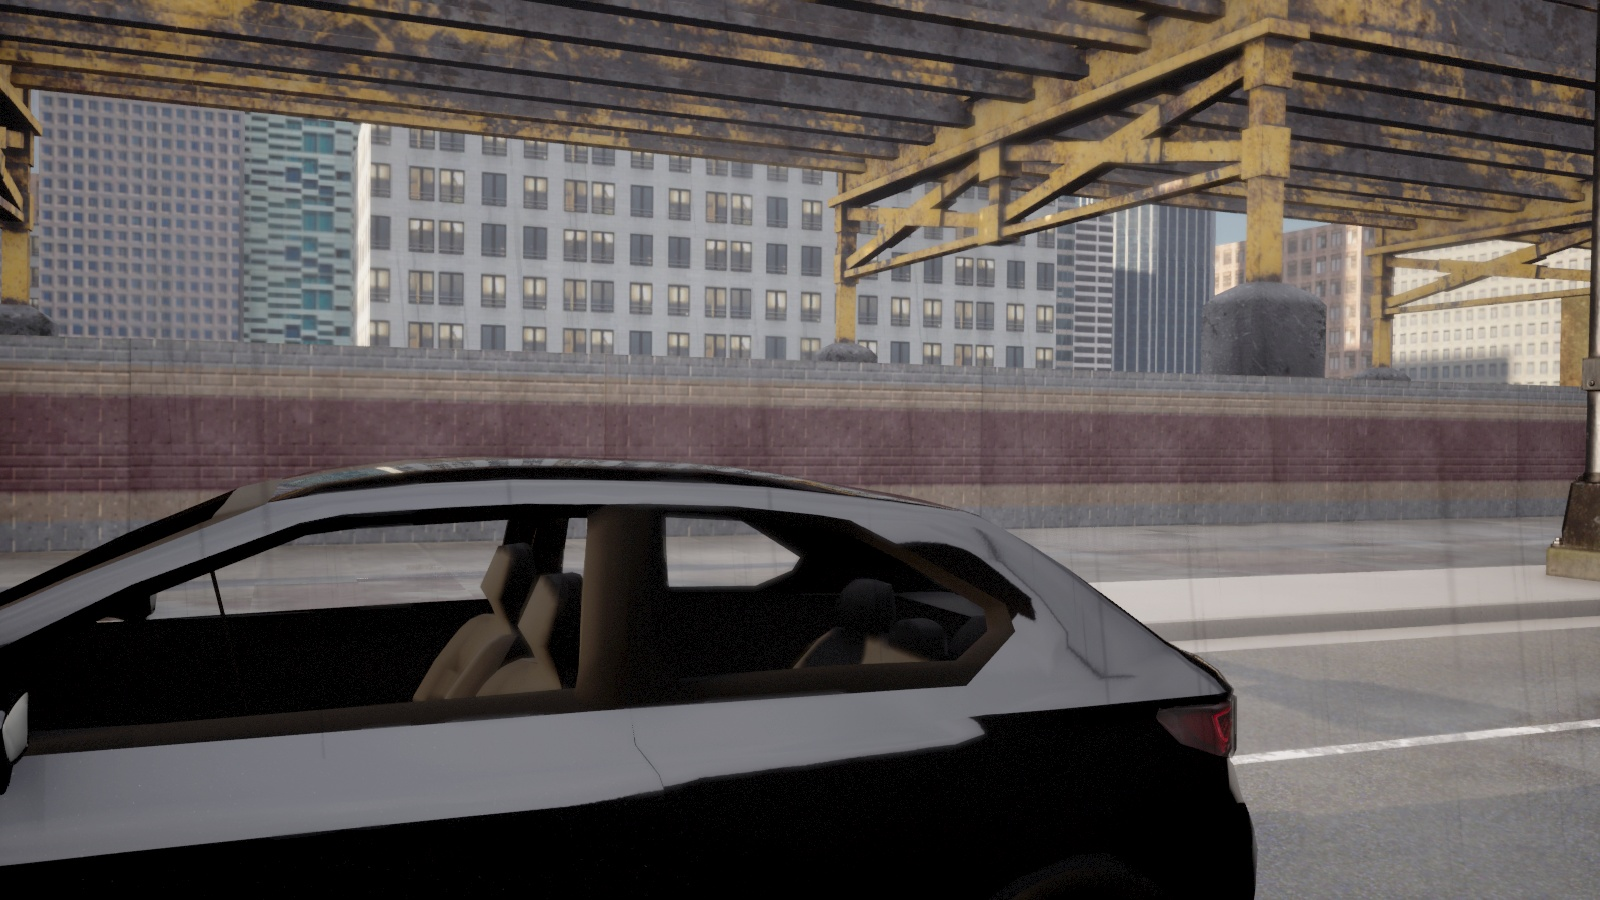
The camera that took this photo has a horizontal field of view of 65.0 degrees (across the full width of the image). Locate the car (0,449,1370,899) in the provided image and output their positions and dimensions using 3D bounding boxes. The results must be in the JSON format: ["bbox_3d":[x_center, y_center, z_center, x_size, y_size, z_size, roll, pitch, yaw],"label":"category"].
[{"bbox_3d":[-1.042,0.777,2.843,4.193,1.474,1.816,-1,1,-21],"label":"car"}]
